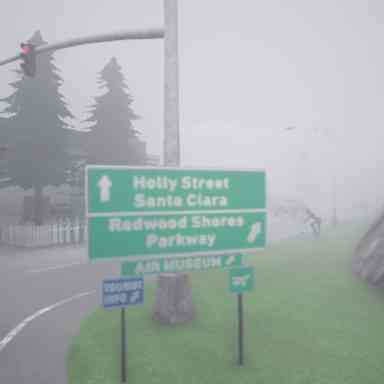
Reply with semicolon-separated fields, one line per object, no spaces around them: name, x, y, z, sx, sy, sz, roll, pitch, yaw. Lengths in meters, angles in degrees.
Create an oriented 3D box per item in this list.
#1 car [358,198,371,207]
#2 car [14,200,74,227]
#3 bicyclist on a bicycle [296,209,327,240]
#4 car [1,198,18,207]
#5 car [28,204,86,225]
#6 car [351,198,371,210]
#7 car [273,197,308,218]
car;30.638;1.790;59.182;1.882;1.535;5.008;-1;0;25
car;-10.687;1.798;24.867;1.905;1.878;3.866;-1;-1;35
bicyclist on a bicycle;6.273;1.707;17.536;1.656;1.620;0.582;-1;-1;36
car;-36.861;2.379;68.822;4.514;1.523;2.007;-1;-1;35
car;-12.781;2.037;31.683;2.242;1.667;4.611;-1;-1;35
car;24.401;1.843;48.257;2.033;1.411;5.357;-1;-1;36
car;10.573;1.566;35.483;2.150;2.045;5.566;-1;-1;36
